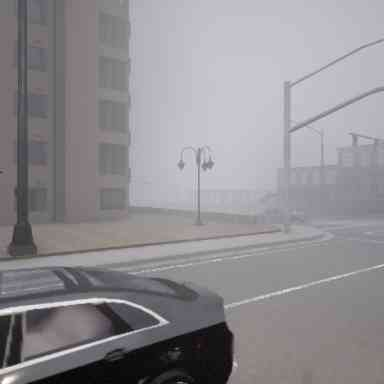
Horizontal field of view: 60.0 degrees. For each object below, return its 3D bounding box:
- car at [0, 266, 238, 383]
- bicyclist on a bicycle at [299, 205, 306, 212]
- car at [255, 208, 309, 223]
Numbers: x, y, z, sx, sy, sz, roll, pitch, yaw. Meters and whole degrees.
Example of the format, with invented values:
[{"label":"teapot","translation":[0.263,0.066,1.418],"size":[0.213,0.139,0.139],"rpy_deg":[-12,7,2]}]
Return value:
[{"label":"car","translation":[-1.833,1.491,2.683],"size":[4.902,1.511,2.128],"rpy_deg":[0,0,-35]},{"label":"bicyclist on a bicycle","translation":[13.575,2.464,40.693],"size":[1.656,1.620,0.582],"rpy_deg":[0,-8,-35]},{"label":"car","translation":[7.958,2.096,29.830],"size":[1.895,1.301,4.718],"rpy_deg":[0,-4,-36]}]
